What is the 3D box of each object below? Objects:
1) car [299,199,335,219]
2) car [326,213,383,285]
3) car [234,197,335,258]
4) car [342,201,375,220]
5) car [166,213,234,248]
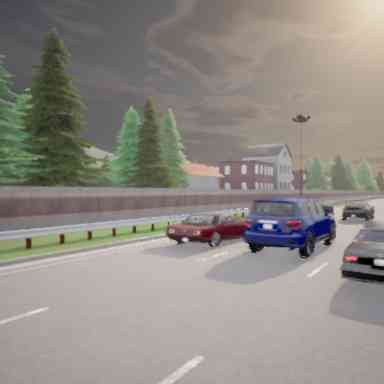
[{"bbox_3d":[11.238,1.445,29.683,1.882,1.535,5.008,0,0,35],"label":"car"},{"bbox_3d":[5.447,1.534,9.074,2.033,1.411,5.357,0,0,35],"label":"car"},{"bbox_3d":[4.027,1.211,13.141,2.150,2.045,5.566,0,0,35],"label":"car"},{"bbox_3d":[13.282,1.471,26.501,1.837,1.490,4.892,0,1,35],"label":"car"},{"bbox_3d":[0.993,1.593,14.910,1.895,1.301,4.718,0,0,35],"label":"car"}]
